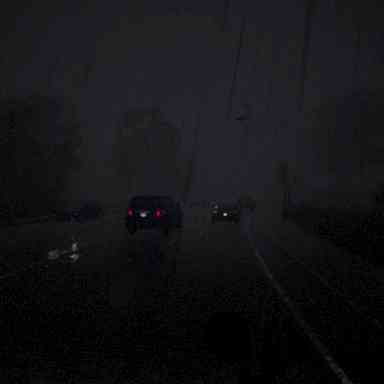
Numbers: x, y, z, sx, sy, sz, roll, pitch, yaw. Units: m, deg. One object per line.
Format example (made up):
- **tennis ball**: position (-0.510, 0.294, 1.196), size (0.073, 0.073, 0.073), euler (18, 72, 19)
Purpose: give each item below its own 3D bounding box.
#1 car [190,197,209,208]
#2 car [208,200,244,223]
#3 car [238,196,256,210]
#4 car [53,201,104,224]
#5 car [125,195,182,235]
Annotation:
- **car**: position (1.182, 1.458, 47.796), size (1.812, 1.442, 4.674), euler (0, 0, 19)
- **car**: position (2.678, 1.539, 25.193), size (1.994, 1.385, 4.181), euler (0, 0, 10)
- **car**: position (6.729, 1.318, 41.497), size (2.097, 1.767, 4.553), euler (0, 0, 17)
- **car**: position (-8.284, 1.420, 24.729), size (1.882, 1.535, 5.008), euler (0, 0, 10)
- **car**: position (-1.978, 1.192, 18.658), size (2.150, 2.045, 5.566), euler (0, 0, 8)
